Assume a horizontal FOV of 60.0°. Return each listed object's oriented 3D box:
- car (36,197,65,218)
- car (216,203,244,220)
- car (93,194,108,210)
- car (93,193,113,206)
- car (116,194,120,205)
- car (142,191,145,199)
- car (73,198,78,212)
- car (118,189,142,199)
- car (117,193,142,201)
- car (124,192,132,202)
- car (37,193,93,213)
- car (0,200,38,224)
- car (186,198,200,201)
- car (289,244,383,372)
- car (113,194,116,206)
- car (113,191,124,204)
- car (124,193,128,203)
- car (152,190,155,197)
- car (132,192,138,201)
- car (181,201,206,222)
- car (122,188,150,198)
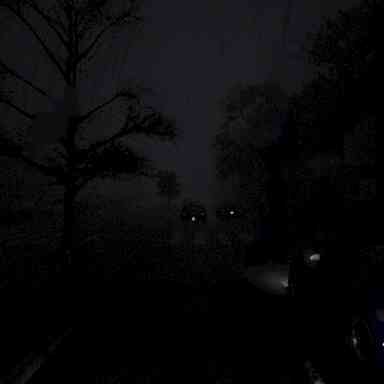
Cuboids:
[{"bbox_3d":[-14.005,1.513,29.419,5.366,1.575,1.946,-1,0,-20],"label":"car"},{"bbox_3d":[3.106,1.586,27.956,1.994,1.385,4.181,0,0,0],"label":"car"},{"bbox_3d":[-13.652,1.467,41.565,5.366,1.575,1.946,-1,0,-20],"label":"car"},{"bbox_3d":[-13.850,1.200,44.491,5.566,2.045,2.435,-1,1,-20],"label":"car"},{"bbox_3d":[-13.819,1.434,50.517,4.674,1.452,2.002,-1,0,-20],"label":"car"},{"bbox_3d":[-13.625,1.085,71.587,5.366,1.575,1.946,-1,1,-20],"label":"car"},{"bbox_3d":[-13.835,1.549,32.492,4.674,1.452,2.002,-1,0,-20],"label":"car"},{"bbox_3d":[-13.781,0.883,68.532,5.566,2.045,2.435,-1,1,-20],"label":"car"},{"bbox_3d":[-13.970,1.053,74.453,5.366,1.575,1.946,-1,1,-20],"label":"car"},{"bbox_3d":[-13.802,1.270,59.516,5.008,1.535,2.097,-1,1,-20],"label":"car"},{"bbox_3d":[-13.806,1.254,35.510,5.566,2.045,2.435,-1,0,-20],"label":"car"},{"bbox_3d":[-13.812,1.541,23.495,4.792,1.488,2.163,-1,0,-20],"label":"car"},{"bbox_3d":[0.108,1.498,42.790,1.812,1.442,4.674,0,0,0],"label":"car"},{"bbox_3d":[3.101,1.569,5.650,1.994,1.385,4.181,0,0,0],"label":"car"},{"bbox_3d":[-13.844,1.453,47.492,4.792,1.488,2.163,-1,1,-20],"label":"car"},{"bbox_3d":[-13.846,1.229,53.504,4.553,1.767,2.185,-1,1,-20],"label":"car"},{"bbox_3d":[-13.814,1.354,56.516,4.674,1.452,2.002,-1,1,-20],"label":"car"},{"bbox_3d":[-13.790,0.865,92.525,4.892,1.521,2.231,-1,0,-20],"label":"car"},{"bbox_3d":[-13.778,1.207,65.533,4.792,1.488,2.163,-1,1,-20],"label":"car"},{"bbox_3d":[0.105,1.622,25.961,1.895,1.301,4.718,0,0,0],"label":"car"},{"bbox_3d":[-13.819,0.728,80.501,5.566,2.045,2.435,-1,1,-20],"label":"car"}]
